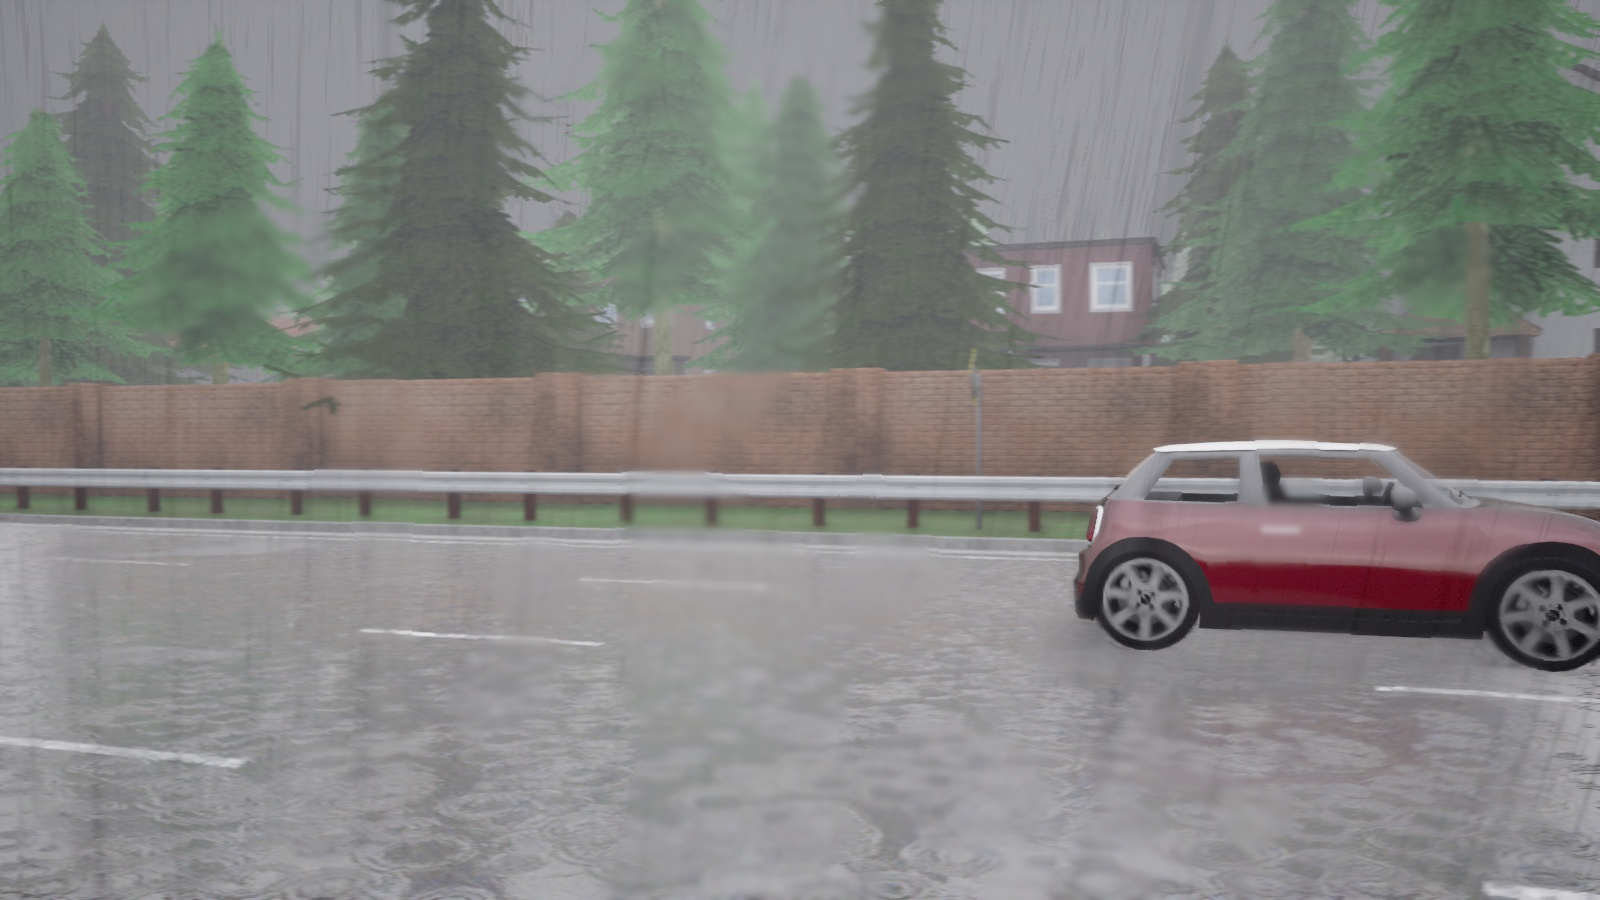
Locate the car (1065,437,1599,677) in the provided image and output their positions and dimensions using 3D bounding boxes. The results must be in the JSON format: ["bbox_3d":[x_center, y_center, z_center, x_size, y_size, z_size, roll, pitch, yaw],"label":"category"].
[{"bbox_3d":[4.000,0.659,9.232,3.806,1.475,1.970,1,1,19],"label":"car"}]
